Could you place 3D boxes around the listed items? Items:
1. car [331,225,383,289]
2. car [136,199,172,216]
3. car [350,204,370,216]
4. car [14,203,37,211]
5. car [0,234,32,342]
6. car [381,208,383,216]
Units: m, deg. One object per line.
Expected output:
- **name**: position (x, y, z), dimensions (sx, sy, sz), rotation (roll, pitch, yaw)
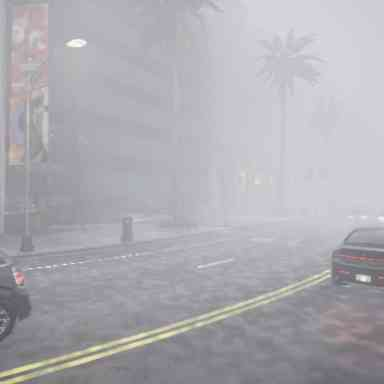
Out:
- **car**: position (5.392, 1.690, 9.158), dimensions (1.837, 1.490, 4.892), rotation (0, -1, 42)
- **car**: position (-4.748, 1.954, 43.051), dimensions (2.435, 2.045, 5.566), rotation (-1, -1, 35)
- **car**: position (22.851, 2.409, 45.135), dimensions (1.837, 1.490, 4.892), rotation (-1, -2, 36)
- **car**: position (-29.510, 2.760, 60.153), dimensions (2.161, 1.482, 4.786), rotation (-1, -1, 35)
- **car**: position (-4.983, 1.475, 4.975), dimensions (4.553, 1.767, 2.097), rotation (1, -2, -35)
- **car**: position (25.903, 2.458, 43.380), dimensions (1.895, 1.301, 4.718), rotation (-1, -2, 36)
